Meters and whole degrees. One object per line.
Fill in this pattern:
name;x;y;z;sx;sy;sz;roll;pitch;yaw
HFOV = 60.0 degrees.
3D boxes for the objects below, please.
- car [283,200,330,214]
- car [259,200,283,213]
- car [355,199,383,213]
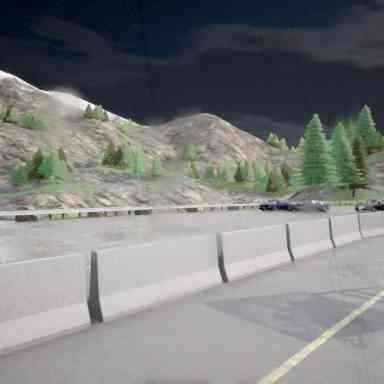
car;12.361;1.547;35.051;5.357;1.411;2.033;0;0;-36
car;9.643;1.601;37.382;4.718;1.301;1.895;0;0;-36
car;19.469;1.491;35.761;4.902;1.511;2.128;0;0;-34
